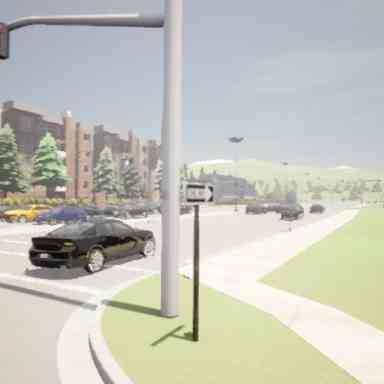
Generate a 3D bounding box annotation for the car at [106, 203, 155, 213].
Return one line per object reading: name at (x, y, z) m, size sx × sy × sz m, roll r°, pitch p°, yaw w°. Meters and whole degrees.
car at (-6.632, 2.090, 36.327) m, size 2.128 × 1.511 × 4.902 m, roll 0°, pitch -1°, yaw 29°

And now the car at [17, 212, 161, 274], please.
car at (-3.098, 1.661, 11.487) m, size 1.882 × 1.535 × 5.008 m, roll -2°, pitch -2°, yaw 24°

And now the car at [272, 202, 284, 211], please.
car at (14.162, 2.429, 50.232) m, size 2.097 × 1.767 × 4.553 m, roll 0°, pitch -1°, yaw 29°

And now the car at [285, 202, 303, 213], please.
car at (17.247, 2.568, 56.007) m, size 2.097 × 1.767 × 4.553 m, roll 0°, pitch -1°, yaw 29°

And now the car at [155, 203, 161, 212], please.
car at (-4.899, 2.283, 46.676) m, size 1.882 × 1.535 × 5.008 m, roll 0°, pitch -1°, yaw 29°

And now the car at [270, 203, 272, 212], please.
car at (14.172, 2.705, 57.679) m, size 2.128 × 1.511 × 4.902 m, roll 0°, pitch -1°, yaw 29°

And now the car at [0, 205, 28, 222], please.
car at (-14.203, 1.874, 29.734) m, size 1.882 × 1.535 × 5.008 m, roll 0°, pitch -1°, yaw 29°

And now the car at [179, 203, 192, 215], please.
car at (-1.742, 2.319, 45.245) m, size 1.837 × 1.490 × 4.892 m, roll 0°, pitch -1°, yaw 29°

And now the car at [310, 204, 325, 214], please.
car at (20.716, 2.737, 54.903) m, size 1.837 × 1.490 × 4.892 m, roll 0°, pitch -1°, yaw 29°

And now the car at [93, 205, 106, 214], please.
car at (-9.732, 2.195, 37.928) m, size 1.895 × 1.301 × 4.718 m, roll 0°, pitch -1°, yaw 29°

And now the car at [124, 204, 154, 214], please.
car at (-7.718, 2.415, 48.804) m, size 1.895 × 1.301 × 4.718 m, roll 0°, pitch -1°, yaw 29°

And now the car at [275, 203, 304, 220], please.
car at (11.397, 2.308, 37.700) m, size 2.128 × 1.511 × 4.902 m, roll 0°, pitch -1°, yaw 29°

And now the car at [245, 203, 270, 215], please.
car at (9.430, 2.354, 48.948) m, size 2.097 × 1.767 × 4.553 m, roll 0°, pitch -1°, yaw 29°

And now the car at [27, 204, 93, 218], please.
car at (-11.055, 1.928, 28.186) m, size 1.812 × 1.442 × 4.674 m, roll 0°, pitch -1°, yaw 29°

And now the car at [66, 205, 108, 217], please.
car at (-12.541, 2.203, 40.024) m, size 1.895 × 1.301 × 4.718 m, roll 0°, pitch -1°, yaw 29°
